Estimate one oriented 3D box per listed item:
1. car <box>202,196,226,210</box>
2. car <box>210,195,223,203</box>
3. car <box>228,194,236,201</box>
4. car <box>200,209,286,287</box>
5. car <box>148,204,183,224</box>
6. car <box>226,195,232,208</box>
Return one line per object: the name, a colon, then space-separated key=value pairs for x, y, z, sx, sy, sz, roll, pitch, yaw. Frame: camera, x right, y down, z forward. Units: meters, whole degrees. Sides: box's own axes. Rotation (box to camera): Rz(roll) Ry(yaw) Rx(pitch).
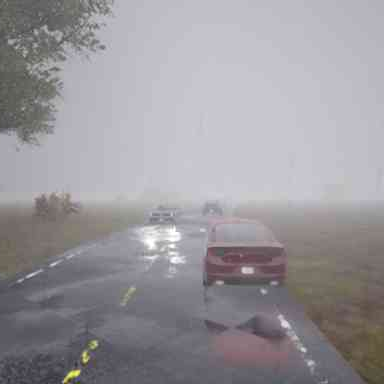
car: x=2.093 y=1.469 z=32.726 sx=1.837 sy=1.490 sz=4.892 roll=0 pitch=0 yaw=8
car: x=4.789 y=1.430 z=65.185 sx=1.812 sy=1.442 sz=4.674 roll=0 pitch=0 yaw=13
car: x=9.807 y=1.224 z=83.648 sx=2.097 sy=1.767 sz=4.553 roll=0 pitch=0 yaw=17
car: x=1.243 y=1.470 z=9.353 sx=1.882 sy=1.535 sz=5.008 roll=0 pitch=0 yaw=2
car: x=-1.887 y=1.572 z=24.617 sx=1.895 sy=1.301 sz=4.718 roll=0 pitch=0 yaw=5
car: x=4.096 y=1.540 z=46.989 sx=1.895 sy=1.301 sz=4.718 roll=0 pitch=0 yaw=11
